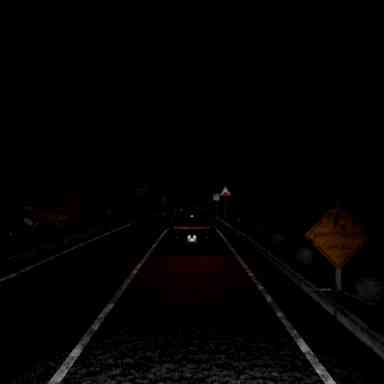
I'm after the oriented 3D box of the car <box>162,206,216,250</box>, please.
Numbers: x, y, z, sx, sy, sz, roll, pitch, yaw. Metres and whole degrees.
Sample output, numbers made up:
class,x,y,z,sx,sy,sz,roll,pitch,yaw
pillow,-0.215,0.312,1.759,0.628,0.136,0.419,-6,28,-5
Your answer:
class,x,y,z,sx,sy,sz,roll,pitch,yaw
car,0.000,1.575,14.659,2.128,1.511,4.902,0,-1,0

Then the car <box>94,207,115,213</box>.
class,x,y,z,sx,sy,sz,roll,pitch,yaw
car,-21.799,4.549,83.119,4.674,1.452,2.002,0,-3,0

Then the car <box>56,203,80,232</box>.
class,x,y,z,sx,sy,sz,roll,pitch,yaw
car,-9.469,1.594,19.233,5.008,1.535,2.097,0,-1,-1

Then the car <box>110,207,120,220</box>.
class,x,y,z,sx,sy,sz,roll,pitch,yaw
car,-9.569,1.815,31.377,4.553,1.767,2.185,0,-2,0

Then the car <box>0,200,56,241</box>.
class,x,y,z,sx,sy,sz,roll,pitch,yaw
car,-9.469,1.397,16.201,4.553,1.767,2.185,0,-1,-1

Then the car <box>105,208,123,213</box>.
class,x,y,z,sx,sy,sz,roll,pitch,yaw
car,-21.757,5.068,92.803,4.674,1.452,2.002,0,-3,0

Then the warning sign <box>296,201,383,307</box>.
class,x,y,z,sx,sy,sz,roll,pitch,yaw
warning sign,2.847,1.121,6.483,1.300,1.860,1.060,0,0,0

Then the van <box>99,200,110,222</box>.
class,x,y,z,sx,sy,sz,roll,pitch,yaw
van,-9.641,1.617,28.345,4.442,1.987,1.878,0,-2,0

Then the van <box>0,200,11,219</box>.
class,x,y,z,sx,sy,sz,roll,pitch,yaw
van,-21.704,1.844,34.892,4.442,1.987,1.878,0,-2,0

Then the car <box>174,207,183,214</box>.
class,x,y,z,sx,sy,sz,roll,pitch,yaw
car,-3.121,4.161,75.960,1.837,1.490,4.892,0,-3,0

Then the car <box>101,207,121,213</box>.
class,x,y,z,sx,sy,sz,roll,pitch,yaw
car,-21.779,4.860,89.661,5.008,1.535,2.097,0,-3,0

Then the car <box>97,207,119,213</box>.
class,x,y,z,sx,sy,sz,roll,pitch,yaw
car,-21.782,4.686,86.393,4.892,1.521,2.231,0,-3,0

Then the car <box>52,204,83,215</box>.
class,x,y,z,sx,sy,sz,roll,pitch,yaw
car,-21.940,3.082,58.827,4.553,1.767,2.185,0,-3,0

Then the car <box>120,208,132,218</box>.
class,x,y,z,sx,sy,sz,roll,pitch,yaw
car,-9.366,2.044,34.290,5.366,1.575,1.946,0,-2,0

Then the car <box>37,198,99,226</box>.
class,x,y,z,sx,sy,sz,roll,pitch,yaw
car,-9.519,1.411,22.156,5.566,2.045,2.435,0,-2,0
